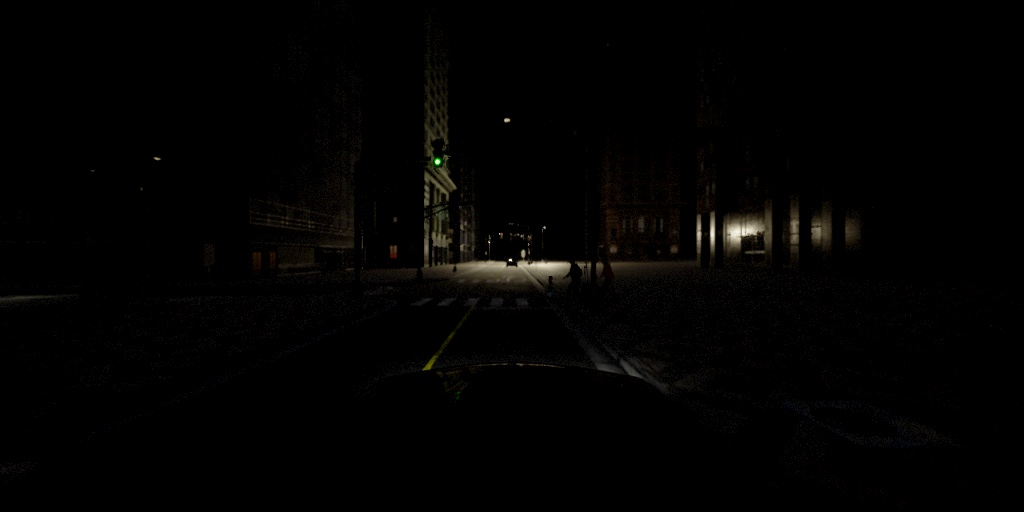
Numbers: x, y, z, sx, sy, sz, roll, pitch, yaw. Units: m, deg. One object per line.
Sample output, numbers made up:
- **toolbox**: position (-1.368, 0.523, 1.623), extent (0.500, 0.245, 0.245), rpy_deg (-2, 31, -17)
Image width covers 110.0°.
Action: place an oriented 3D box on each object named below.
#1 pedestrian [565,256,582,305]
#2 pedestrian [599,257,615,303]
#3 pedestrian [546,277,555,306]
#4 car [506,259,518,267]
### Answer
- **pedestrian**: position (2.233, 0.855, 13.012), extent (0.375, 1.860, 0.375), rpy_deg (0, 0, 0)
- **pedestrian**: position (3.589, 0.856, 13.612), extent (0.375, 1.860, 0.375), rpy_deg (0, 0, 0)
- **pedestrian**: position (1.558, 1.006, 14.246), extent (0.375, 1.860, 0.375), rpy_deg (0, 0, 0)
- **car**: position (-0.023, 1.153, 59.470), extent (1.994, 1.385, 4.181), rpy_deg (0, 0, 0)
